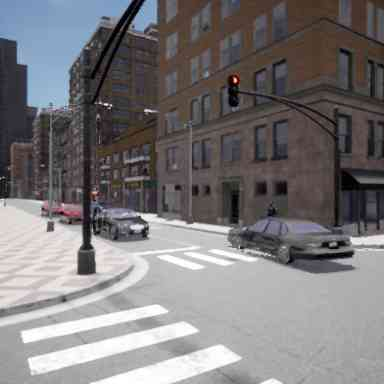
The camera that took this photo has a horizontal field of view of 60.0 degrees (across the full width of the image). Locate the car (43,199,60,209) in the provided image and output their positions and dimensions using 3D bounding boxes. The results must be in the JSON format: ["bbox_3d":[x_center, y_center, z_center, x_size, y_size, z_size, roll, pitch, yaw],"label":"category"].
[{"bbox_3d":[-23.543,1.951,55.674,1.882,1.535,5.008,0,-1,-32],"label":"car"}]

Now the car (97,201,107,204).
[{"bbox_3d":[-9.807,1.658,33.582,2.097,1.767,4.553,0,-1,-32],"label":"car"}]

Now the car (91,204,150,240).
[{"bbox_3d":[-3.956,1.644,18.080,2.128,1.511,4.902,0,-1,-33],"label":"car"}]

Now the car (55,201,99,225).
[{"bbox_3d":[-9.380,1.717,26.831,1.882,1.535,5.008,0,-1,-32],"label":"car"}]

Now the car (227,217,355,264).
[{"bbox_3d":[3.271,1.641,12.283,2.033,1.411,5.357,0,-1,-22],"label":"car"}]

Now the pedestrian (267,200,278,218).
[{"bbox_3d":[4.059,1.282,17.015,0.375,1.860,0.375,0,-1,-32],"label":"pedestrian"}]

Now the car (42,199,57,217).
[{"bbox_3d":[-14.836,1.802,35.630,1.882,1.535,5.008,0,-1,-32],"label":"car"}]
